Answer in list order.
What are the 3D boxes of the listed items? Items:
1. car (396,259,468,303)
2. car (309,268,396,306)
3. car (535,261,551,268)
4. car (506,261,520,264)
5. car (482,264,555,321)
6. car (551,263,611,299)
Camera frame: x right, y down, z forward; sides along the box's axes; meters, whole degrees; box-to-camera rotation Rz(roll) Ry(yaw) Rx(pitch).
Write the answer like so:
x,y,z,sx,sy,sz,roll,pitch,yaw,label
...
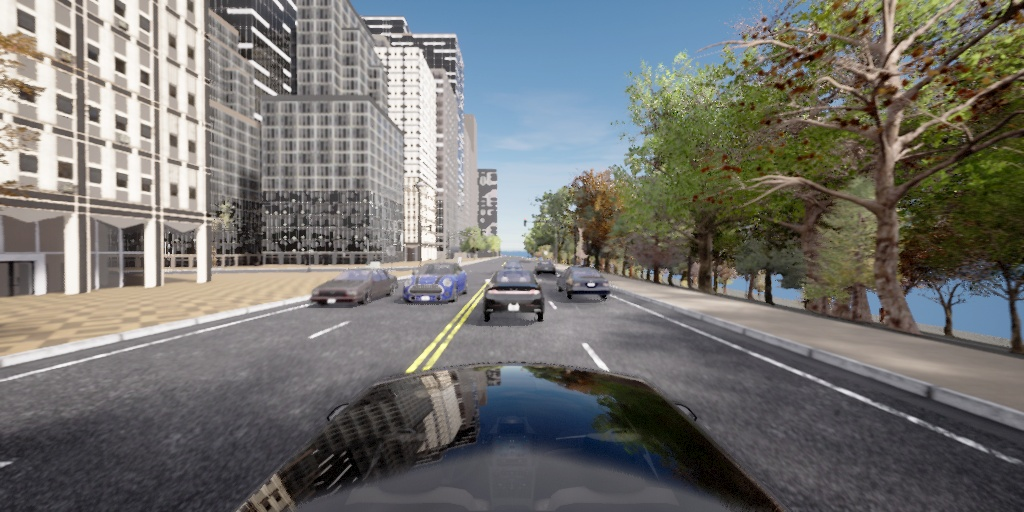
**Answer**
x,y,z,sx,sy,sz,roll,pitch,yaw,label
-3.309,1.048,16.214,2.097,1.767,4.553,0,0,2,car
-6.562,1.246,15.723,2.033,1.411,5.357,0,0,0,car
3.335,1.188,36.617,1.994,1.385,4.181,0,0,0,car
0.086,1.183,33.360,2.033,1.411,5.357,0,0,0,car
0.061,1.203,12.256,2.128,1.511,4.902,0,0,0,car
3.334,1.240,17.560,2.033,1.411,5.357,0,0,0,car
